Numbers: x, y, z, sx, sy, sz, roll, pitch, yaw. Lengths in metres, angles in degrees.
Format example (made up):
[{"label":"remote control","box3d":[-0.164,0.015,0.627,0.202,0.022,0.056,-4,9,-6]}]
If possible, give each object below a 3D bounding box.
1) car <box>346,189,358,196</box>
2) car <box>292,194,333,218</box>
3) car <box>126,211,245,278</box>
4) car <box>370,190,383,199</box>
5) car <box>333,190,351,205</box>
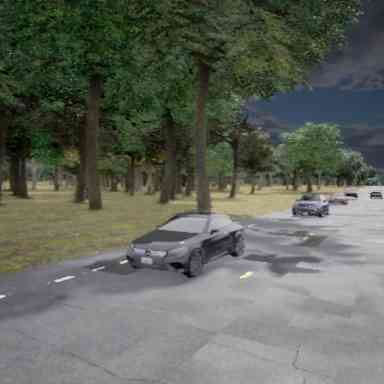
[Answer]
[{"label":"car","box3d":[26.424,0.158,55.327,1.882,1.535,5.008,2,2,30]},{"label":"car","box3d":[9.228,0.939,25.654,2.097,1.767,4.553,2,2,30]},{"label":"car","box3d":[0.102,1.327,9.783,1.812,1.442,4.674,2,1,30]},{"label":"car","box3d":[33.668,0.360,60.710,2.128,1.511,4.902,2,2,30]},{"label":"car","box3d":[18.112,0.812,41.074,1.812,1.442,4.674,2,2,30]}]
